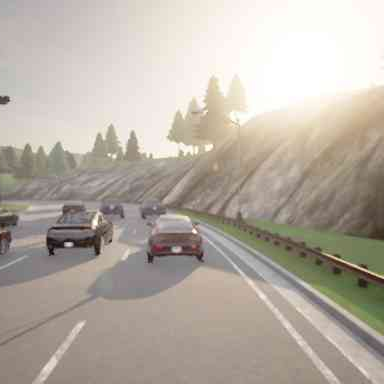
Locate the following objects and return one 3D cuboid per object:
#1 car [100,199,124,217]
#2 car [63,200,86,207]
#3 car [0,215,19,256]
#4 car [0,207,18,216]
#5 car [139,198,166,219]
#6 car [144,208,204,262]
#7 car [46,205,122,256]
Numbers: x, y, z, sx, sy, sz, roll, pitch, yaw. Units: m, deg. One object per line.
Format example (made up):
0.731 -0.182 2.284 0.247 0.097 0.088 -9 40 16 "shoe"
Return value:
-7.483 1.399 31.033 2.097 1.767 4.553 0 0 -14 "car"
-11.387 1.538 32.301 1.882 1.535 5.008 0 0 -14 "car"
-7.466 1.633 10.301 1.895 1.301 4.718 0 0 -5 "car"
-12.431 1.620 20.797 1.994 1.385 4.181 0 0 -10 "car"
-3.622 1.386 29.929 2.097 1.767 4.553 0 0 -13 "car"
-0.673 1.537 12.136 1.812 1.442 4.674 0 0 -5 "car"
-4.292 1.515 13.352 2.128 1.511 4.902 0 0 -6 "car"
